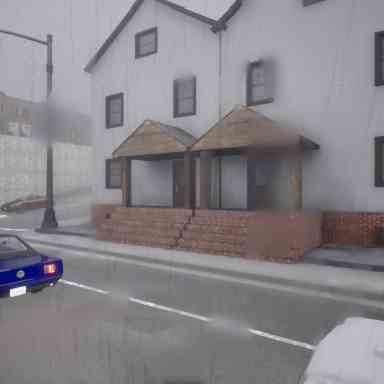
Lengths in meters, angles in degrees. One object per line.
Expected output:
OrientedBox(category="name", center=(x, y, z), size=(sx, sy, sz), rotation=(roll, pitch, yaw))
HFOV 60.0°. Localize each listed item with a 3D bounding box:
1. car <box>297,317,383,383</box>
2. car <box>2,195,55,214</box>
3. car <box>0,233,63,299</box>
OrientedBox(category="car", center=(3.015, 1.601, 1.829), size=(4.718, 1.301, 1.895), rotation=(0, 0, 36))
OrientedBox(category="car", center=(-14.331, 0.973, 29.257), size=(1.994, 1.385, 4.181), rotation=(0, 7, 35))
OrientedBox(category="car", center=(-5.096, 1.601, 7.616), size=(4.718, 1.301, 1.895), rotation=(0, 0, 36))
